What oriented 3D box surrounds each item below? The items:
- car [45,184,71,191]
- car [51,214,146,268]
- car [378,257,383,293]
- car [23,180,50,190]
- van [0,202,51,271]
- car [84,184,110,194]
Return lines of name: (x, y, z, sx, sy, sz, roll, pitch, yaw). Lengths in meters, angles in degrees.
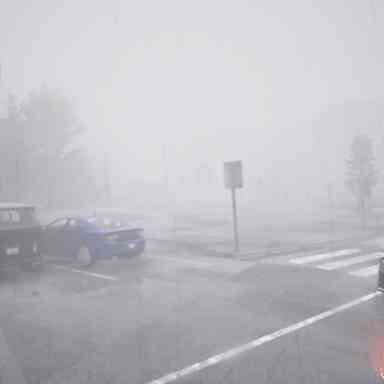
car: (-25.049, -1.224, 61.282, 2.185, 1.767, 4.553, 0, 6, 13)
car: (-3.829, 1.503, 11.427, 5.008, 1.535, 2.097, -1, 0, 35)
car: (5.691, 1.483, 6.898, 4.902, 1.511, 2.128, 0, 0, -37)
car: (-30.030, -1.330, 64.470, 2.231, 1.521, 4.892, 1, 6, 12)
van: (-6.378, 1.282, 9.764, 4.442, 1.987, 1.878, -1, 0, 35)
car: (-15.228, -0.574, 54.740, 2.163, 1.488, 4.792, 1, 6, 15)
